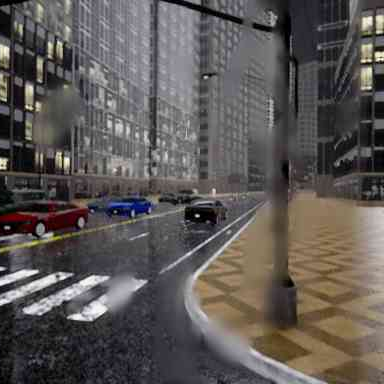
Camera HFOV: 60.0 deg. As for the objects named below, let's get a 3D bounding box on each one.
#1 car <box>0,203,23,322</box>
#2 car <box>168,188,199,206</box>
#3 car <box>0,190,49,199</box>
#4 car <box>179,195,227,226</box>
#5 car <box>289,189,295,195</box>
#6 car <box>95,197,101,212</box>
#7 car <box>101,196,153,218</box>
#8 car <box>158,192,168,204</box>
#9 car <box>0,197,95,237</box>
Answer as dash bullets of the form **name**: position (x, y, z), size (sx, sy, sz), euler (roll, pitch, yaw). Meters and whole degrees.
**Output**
- **car**: position (-4.276, 1.226, 2.433), size (2.150, 2.045, 5.566), euler (0, 0, 16)
- **car**: position (-0.634, 0.576, 39.682), size (2.150, 2.045, 5.566), euler (1, 2, 15)
- **car**: position (-10.071, 0.911, 18.184), size (2.150, 2.045, 5.566), euler (1, 1, 15)
- **car**: position (0.985, 1.170, 21.105), size (1.882, 1.535, 5.008), euler (1, 1, 16)
- **car**: position (25.958, 0.040, 90.547), size (1.812, 1.442, 4.674), euler (1, 1, 29)
- **car**: position (-7.122, 1.072, 28.671), size (2.033, 1.411, 5.357), euler (1, 1, 16)
- **car**: position (-4.646, 1.069, 25.462), size (1.882, 1.535, 5.008), euler (1, 1, 16)
- **car**: position (-2.845, 0.758, 43.749), size (1.882, 1.535, 5.008), euler (1, 1, 16)
- **car**: position (-7.160, 1.210, 16.526), size (1.882, 1.535, 5.008), euler (1, 1, 16)
